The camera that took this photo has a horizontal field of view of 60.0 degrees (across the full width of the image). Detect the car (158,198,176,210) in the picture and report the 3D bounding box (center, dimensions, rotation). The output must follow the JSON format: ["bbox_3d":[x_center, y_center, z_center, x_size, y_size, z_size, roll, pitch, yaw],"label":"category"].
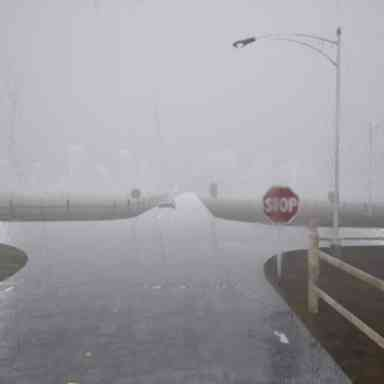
[{"bbox_3d":[-2.816,1.360,38.043,1.895,1.301,4.718,0,1,0],"label":"car"}]
